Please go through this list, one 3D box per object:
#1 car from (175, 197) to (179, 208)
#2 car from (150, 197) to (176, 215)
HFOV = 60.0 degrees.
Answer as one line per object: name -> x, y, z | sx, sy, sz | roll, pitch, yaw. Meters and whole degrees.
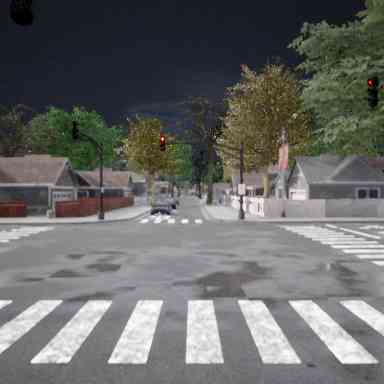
car -> -3.065, 1.515, 44.166 | 1.882, 1.535, 5.008 | 0, 0, 0
car -> -3.057, 1.572, 33.945 | 2.033, 1.411, 5.357 | 0, 0, 0
